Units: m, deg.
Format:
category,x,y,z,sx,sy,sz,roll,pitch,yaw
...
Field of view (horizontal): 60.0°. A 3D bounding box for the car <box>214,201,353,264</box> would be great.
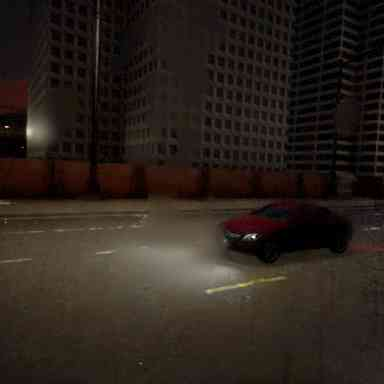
category,x,y,z,sx,sy,sz,roll,pitch,yaw
car,2.861,1.030,9.865,4.674,1.442,1.812,0,4,-32
